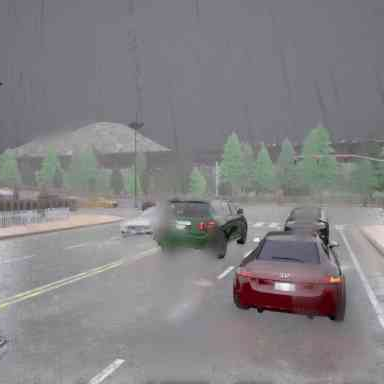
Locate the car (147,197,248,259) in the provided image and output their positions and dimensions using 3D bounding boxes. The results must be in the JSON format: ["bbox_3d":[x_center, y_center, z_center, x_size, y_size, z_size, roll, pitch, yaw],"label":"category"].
[{"bbox_3d":[0.634,1.221,12.996,2.150,2.045,5.566,0,0,21],"label":"car"}]

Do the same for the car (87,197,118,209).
[{"bbox_3d":[-12.300,1.470,44.685,5.008,1.535,1.882,0,0,20],"label":"car"}]

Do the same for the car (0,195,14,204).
[{"bbox_3d":[-28.303,1.102,50.442,4.181,1.385,1.994,4,1,20],"label":"car"}]

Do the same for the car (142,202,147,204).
[{"bbox_3d":[-3.294,1.477,37.753,5.008,1.535,1.882,0,0,20],"label":"car"}]

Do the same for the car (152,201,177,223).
[{"bbox_3d":[-2.153,1.526,26.856,1.812,1.442,4.674,1,0,-2],"label":"car"}]

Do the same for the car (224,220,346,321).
[{"bbox_3d":[2.271,1.564,7.472,1.994,1.385,4.181,0,0,21],"label":"car"}]

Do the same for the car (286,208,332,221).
[{"bbox_3d":[5.504,1.492,15.774,2.128,1.511,4.902,0,0,22],"label":"car"}]

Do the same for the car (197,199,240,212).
[{"bbox_3d":[3.130,1.526,39.177,4.674,1.442,1.812,0,0,19],"label":"car"}]

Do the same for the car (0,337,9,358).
[{"bbox_3d":[-3.698,1.601,1.960,1.895,1.301,4.718,0,0,22],"label":"car"}]

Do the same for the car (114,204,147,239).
[{"bbox_3d":[-1.735,1.525,16.937,1.812,1.442,4.674,0,0,22],"label":"car"}]

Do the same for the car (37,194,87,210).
[{"bbox_3d":[-15.440,1.214,38.371,5.566,2.045,2.150,0,0,20],"label":"car"}]
